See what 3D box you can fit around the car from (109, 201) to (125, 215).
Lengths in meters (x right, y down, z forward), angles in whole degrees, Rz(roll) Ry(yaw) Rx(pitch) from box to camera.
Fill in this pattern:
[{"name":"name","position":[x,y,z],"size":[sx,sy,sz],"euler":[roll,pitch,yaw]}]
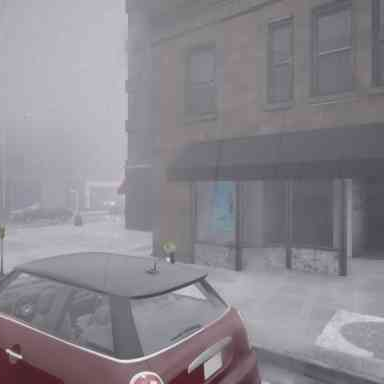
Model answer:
[{"name":"car","position":[-6.140,1.555,32.803],"size":[1.994,1.385,4.181],"euler":[0,0,35]}]

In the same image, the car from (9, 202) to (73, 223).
[{"name":"car","position":[-11.377,1.515,25.367],"size":[1.812,1.442,4.674],"euler":[0,0,37]}]

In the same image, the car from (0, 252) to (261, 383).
[{"name":"car","position":[-1.405,1.440,3.851],"size":[4.097,1.590,1.967],"euler":[0,0,36]}]
